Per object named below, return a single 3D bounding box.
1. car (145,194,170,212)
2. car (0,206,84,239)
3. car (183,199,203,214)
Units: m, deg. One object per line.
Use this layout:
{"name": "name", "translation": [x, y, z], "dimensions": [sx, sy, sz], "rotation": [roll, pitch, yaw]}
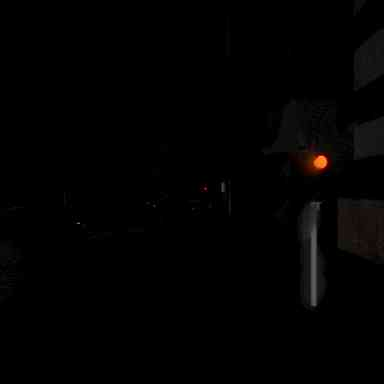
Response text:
{"name": "car", "translation": [-4.154, 1.221, 39.647], "dimensions": [2.150, 2.045, 5.566], "rotation": [0, 0, 0]}
{"name": "car", "translation": [-8.069, 1.505, 16.941], "dimensions": [4.892, 1.490, 1.837], "rotation": [0, 0, -13]}
{"name": "car", "translation": [0.096, 1.477, 35.353], "dimensions": [1.882, 1.535, 5.008], "rotation": [0, 0, -1]}
